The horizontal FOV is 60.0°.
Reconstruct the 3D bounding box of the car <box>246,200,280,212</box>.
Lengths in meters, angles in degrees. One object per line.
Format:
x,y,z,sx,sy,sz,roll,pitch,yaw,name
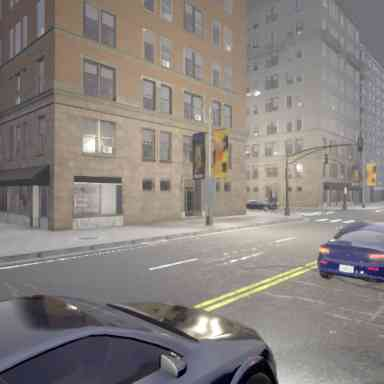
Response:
7.726,1.590,38.784,4.718,1.301,1.895,0,0,43,car

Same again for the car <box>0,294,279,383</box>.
-1.036,1.564,2.574,1.994,1.385,4.181,0,0,43,car

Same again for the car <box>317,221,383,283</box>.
4.980,1.528,9.022,1.812,1.442,4.674,0,0,43,car
